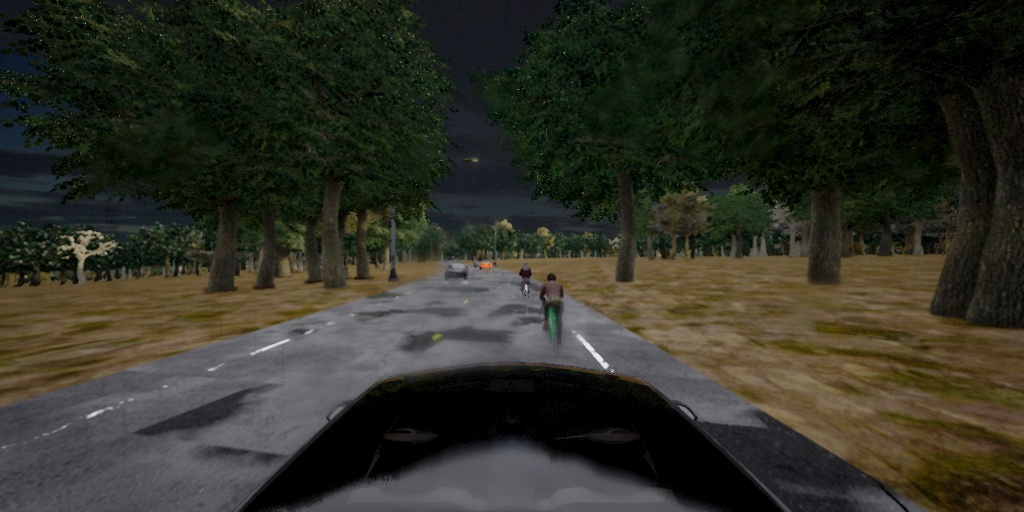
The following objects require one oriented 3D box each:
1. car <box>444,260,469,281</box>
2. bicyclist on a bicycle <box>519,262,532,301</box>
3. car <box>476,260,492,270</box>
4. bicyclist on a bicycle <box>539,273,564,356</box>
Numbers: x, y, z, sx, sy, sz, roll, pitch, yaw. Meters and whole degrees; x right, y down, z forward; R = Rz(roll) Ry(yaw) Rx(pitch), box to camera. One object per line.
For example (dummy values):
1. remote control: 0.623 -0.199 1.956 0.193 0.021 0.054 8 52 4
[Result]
1. car: -4.896 1.331 32.063 1.882 1.535 5.008 0 0 -5
2. bicyclist on a bicycle: 0.618 1.148 16.511 0.659 1.776 1.843 0 0 -2
3. car: -4.525 1.404 60.705 2.097 1.767 4.553 0 0 -7
4. bicyclist on a bicycle: 0.875 1.208 7.744 0.582 1.620 1.656 0 0 -1
